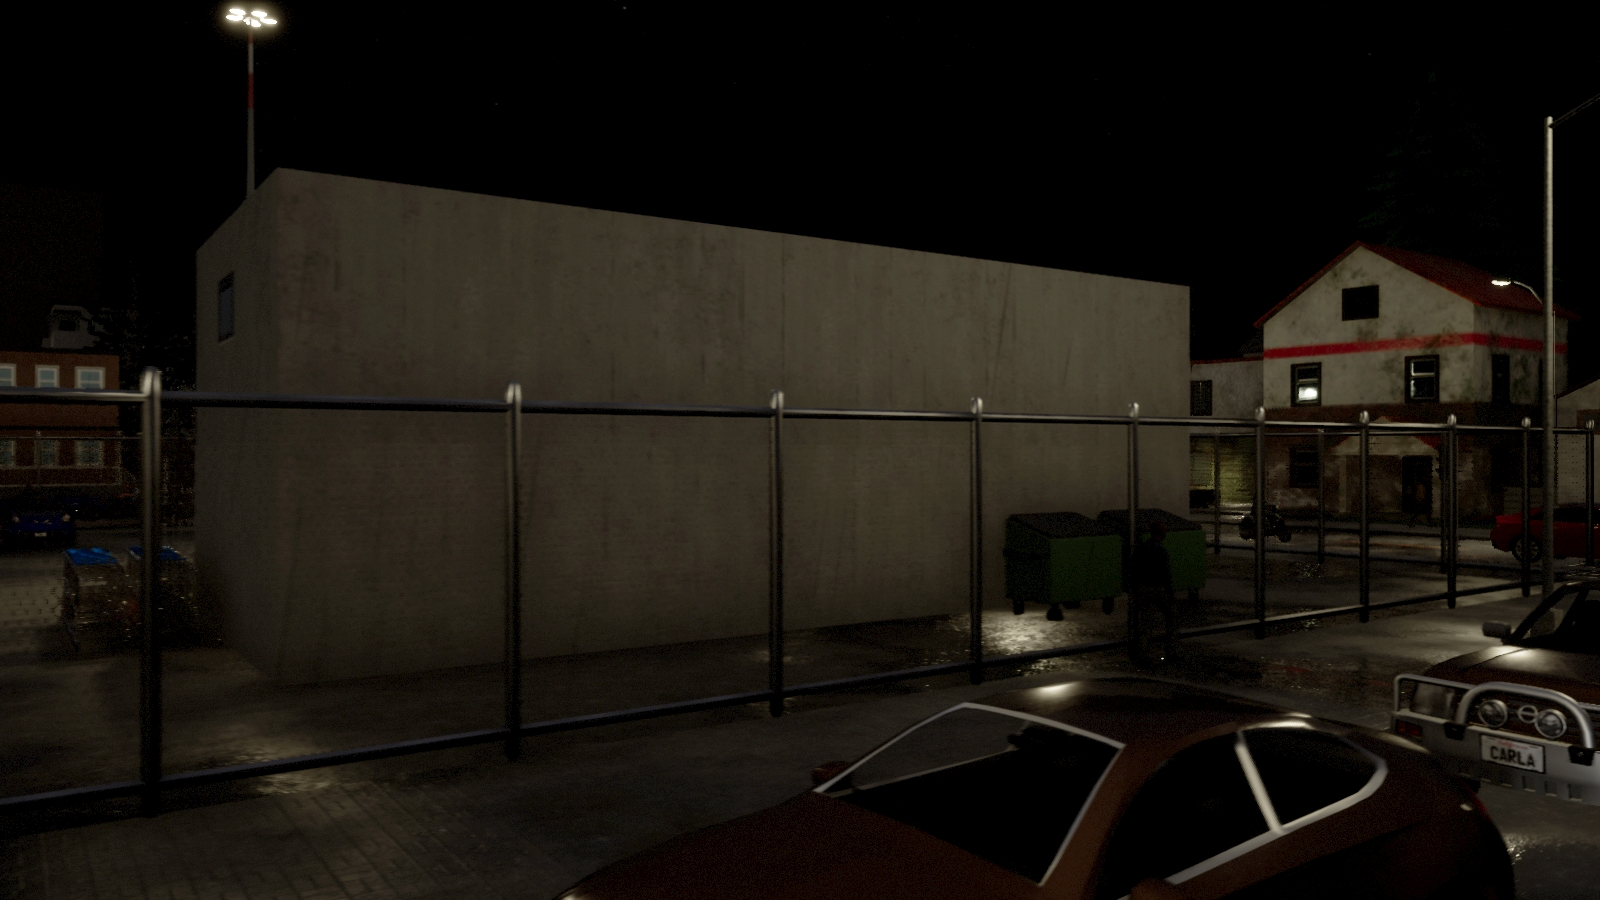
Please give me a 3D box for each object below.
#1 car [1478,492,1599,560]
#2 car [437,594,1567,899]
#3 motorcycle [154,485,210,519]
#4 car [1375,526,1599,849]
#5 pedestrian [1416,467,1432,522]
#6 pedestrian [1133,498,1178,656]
[{"bbox_3d":[19.524,1.841,27.637,2.231,1.480,4.892,0,0,-35],"label":"car"},{"bbox_3d":[1.194,1.772,5.217,5.027,1.651,2.152,0,0,-35],"label":"car"},{"bbox_3d":[-23.485,1.962,43.397,1.805,1.236,0.856,0,0,-34],"label":"motorcycle"},{"bbox_3d":[6.766,1.644,9.093,4.605,1.855,1.932,0,0,-34],"label":"car"},{"bbox_3d":[21.358,1.525,39.088,0.375,1.860,0.375,0,0,-39],"label":"pedestrian"},{"bbox_3d":[4.315,1.525,13.863,0.375,1.860,0.375,0,0,-34],"label":"pedestrian"}]
